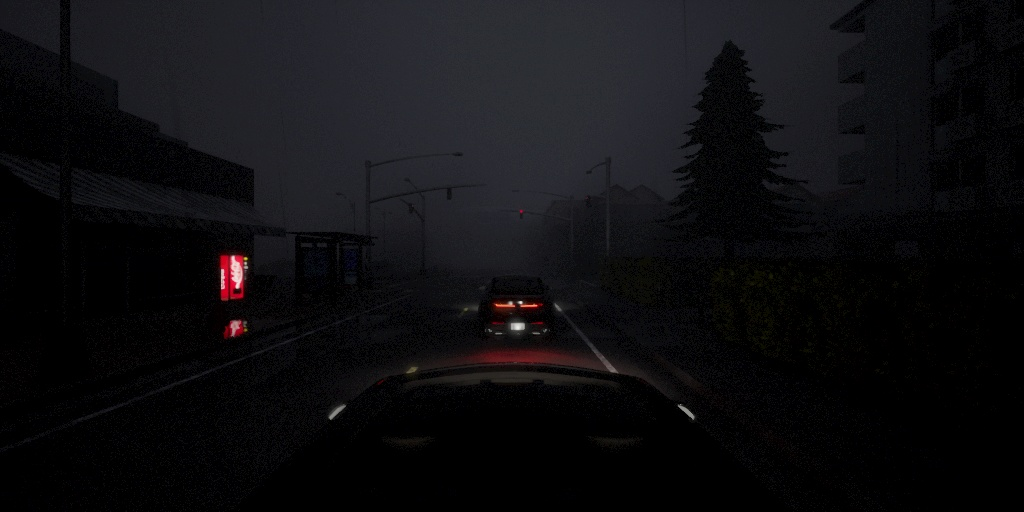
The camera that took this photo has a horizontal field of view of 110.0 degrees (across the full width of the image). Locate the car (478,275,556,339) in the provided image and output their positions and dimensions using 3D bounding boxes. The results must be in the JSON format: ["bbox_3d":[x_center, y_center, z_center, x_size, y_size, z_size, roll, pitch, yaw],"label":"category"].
[{"bbox_3d":[0.118,1.255,10.050,1.837,1.490,4.892,0,0,0],"label":"car"}]
